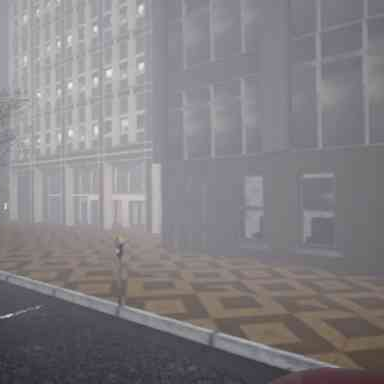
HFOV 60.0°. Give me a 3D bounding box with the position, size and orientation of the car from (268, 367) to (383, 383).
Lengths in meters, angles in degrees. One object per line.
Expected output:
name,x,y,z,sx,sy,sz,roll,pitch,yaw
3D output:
car,2.164,1.581,1.340,4.206,1.307,1.802,0,-1,35
